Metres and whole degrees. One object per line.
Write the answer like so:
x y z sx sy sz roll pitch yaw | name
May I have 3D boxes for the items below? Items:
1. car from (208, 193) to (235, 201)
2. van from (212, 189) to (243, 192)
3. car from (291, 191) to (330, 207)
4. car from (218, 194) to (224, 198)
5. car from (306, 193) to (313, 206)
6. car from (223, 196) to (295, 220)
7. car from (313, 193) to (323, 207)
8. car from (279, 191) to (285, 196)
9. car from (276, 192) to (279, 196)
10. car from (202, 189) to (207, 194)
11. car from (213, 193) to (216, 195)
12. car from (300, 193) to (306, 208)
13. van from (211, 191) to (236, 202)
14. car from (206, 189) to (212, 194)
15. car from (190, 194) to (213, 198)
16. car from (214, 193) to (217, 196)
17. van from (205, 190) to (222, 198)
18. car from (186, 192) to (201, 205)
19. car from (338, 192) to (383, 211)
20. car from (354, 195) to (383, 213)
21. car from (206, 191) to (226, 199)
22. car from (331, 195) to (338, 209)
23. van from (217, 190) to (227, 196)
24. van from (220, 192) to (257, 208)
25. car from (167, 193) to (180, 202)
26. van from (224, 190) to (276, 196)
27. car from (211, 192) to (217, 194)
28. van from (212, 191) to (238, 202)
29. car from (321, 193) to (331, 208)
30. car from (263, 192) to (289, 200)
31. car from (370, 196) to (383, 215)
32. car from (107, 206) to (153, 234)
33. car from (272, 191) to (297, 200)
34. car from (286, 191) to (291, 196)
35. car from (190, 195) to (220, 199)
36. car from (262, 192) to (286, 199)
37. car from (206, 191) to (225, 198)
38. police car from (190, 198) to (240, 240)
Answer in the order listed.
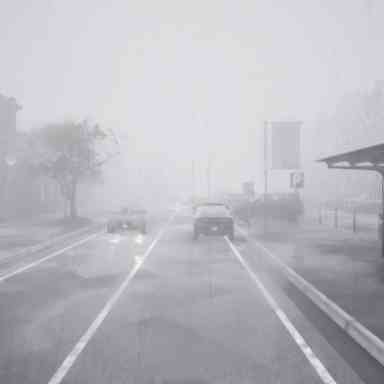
5.686 0.969 64.678 4.892 1.521 2.231 0 1 0 | car
5.822 0.901 53.465 4.442 1.987 1.878 0 1 0 | van
18.759 0.900 51.293 5.566 2.045 2.435 0 1 0 | car
5.720 1.287 36.638 5.008 1.535 2.097 0 0 0 | car
18.765 1.245 45.738 4.792 1.488 2.163 0 1 0 | car
5.550 1.337 28.228 5.366 1.575 1.946 0 0 0 | car
18.982 1.235 42.967 5.366 1.575 1.946 0 0 0 | car
18.964 1.036 59.623 5.366 1.575 1.946 0 1 0 | car
18.803 0.748 62.395 5.566 2.045 2.435 0 1 0 | car
5.653 0.597 73.083 5.566 2.045 2.435 0 1 0 | car
5.710 1.233 47.857 4.674 1.452 2.002 0 1 0 | car
18.820 1.214 48.521 4.792 1.488 2.163 0 1 0 | car
5.812 0.782 61.872 4.442 1.987 1.878 0 1 0 | van
5.674 0.836 56.265 5.566 2.045 2.435 0 1 0 | car
0.980 1.271 32.926 1.801 1.575 5.366 0 0 0 | car
5.745 1.252 45.050 4.792 1.488 2.163 0 0 0 | car
5.549 0.424 87.099 4.442 1.987 1.878 0 1 0 | van
0.008 1.186 51.549 2.033 1.411 5.357 0 1 0 | car
18.779 1.047 34.635 5.566 2.045 2.435 0 0 0 | car
18.816 1.316 31.861 5.008 1.535 2.097 0 0 0 | car
5.644 0.643 78.691 4.553 1.767 2.185 0 1 0 | car
18.798 1.282 37.411 4.892 1.521 2.231 0 0 0 | car
5.606 1.042 39.443 4.442 1.987 1.878 0 0 0 | van
5.836 1.019 42.245 4.442 1.987 1.878 0 0 0 | van
-3.281 1.048 59.779 1.837 1.490 4.892 0 1 1 | car
5.846 1.079 33.833 4.442 1.987 1.878 0 0 0 | van
5.715 1.161 50.660 4.892 1.521 2.231 0 1 0 | car
5.815 0.822 59.069 4.442 1.987 1.878 0 1 0 | van
18.796 1.261 40.189 5.008 1.535 2.097 0 0 0 | car
18.576 0.839 73.500 5.366 1.575 1.946 0 1 0 | car
18.820 1.334 29.085 5.008 1.535 2.097 0 0 0 | car
-3.346 1.483 18.496 1.994 1.385 4.181 0 0 0 | car
18.799 0.795 67.949 4.553 1.767 2.185 0 1 0 | car
18.813 0.866 54.069 5.566 2.045 2.435 0 1 0 | car
0.979 1.317 26.918 1.801 1.575 5.366 0 0 0 | car
18.764 0.803 76.277 4.892 1.521 2.231 0 1 0 | car
5.641 0.603 81.494 4.553 1.767 2.185 0 1 0 | car
0.977 1.354 16.825 1.930 1.638 5.238 0 0 0 | police car
